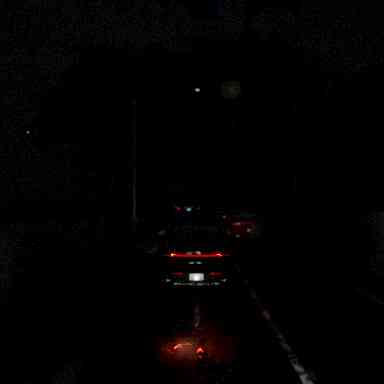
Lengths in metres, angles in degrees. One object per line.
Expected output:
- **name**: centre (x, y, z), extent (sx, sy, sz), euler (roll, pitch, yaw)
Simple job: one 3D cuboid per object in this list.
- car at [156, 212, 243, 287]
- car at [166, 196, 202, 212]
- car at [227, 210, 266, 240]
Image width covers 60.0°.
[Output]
- **car**: centre (0.084, 1.532, 9.397), extent (1.837, 1.490, 4.892), euler (0, 0, 0)
- **car**: centre (-0.691, 1.307, 25.043), extent (2.150, 2.045, 5.566), euler (0, 0, -10)
- **car**: centre (2.591, 1.595, 17.207), extent (1.887, 1.381, 4.507), euler (-1, 0, 0)
